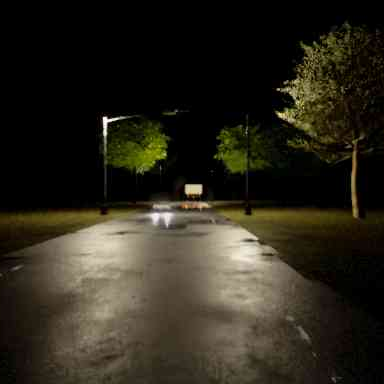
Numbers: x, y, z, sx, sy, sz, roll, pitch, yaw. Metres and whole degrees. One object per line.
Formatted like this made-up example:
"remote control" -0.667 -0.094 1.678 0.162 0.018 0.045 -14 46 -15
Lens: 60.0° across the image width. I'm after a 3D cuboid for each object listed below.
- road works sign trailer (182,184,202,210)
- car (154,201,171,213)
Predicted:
"road works sign trailer" 0.231 0.689 45.718 2.380 3.560 2.880 0 0 2
"car" -3.583 1.791 40.805 1.895 1.301 4.718 0 0 0
